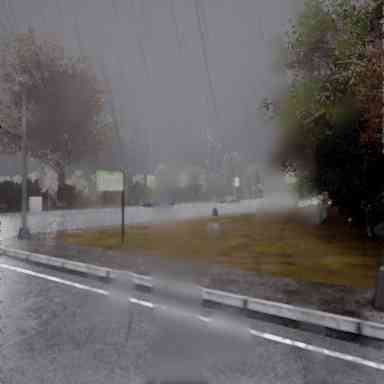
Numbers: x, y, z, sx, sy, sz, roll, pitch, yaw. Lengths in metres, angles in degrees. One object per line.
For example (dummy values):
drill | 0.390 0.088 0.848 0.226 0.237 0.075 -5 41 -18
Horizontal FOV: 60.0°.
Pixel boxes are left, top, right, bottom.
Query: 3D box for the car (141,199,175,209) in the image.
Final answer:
car | -4.452 1.549 43.813 1.895 1.301 4.718 0 0 38

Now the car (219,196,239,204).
car | 6.490 1.458 58.294 1.994 1.385 4.181 0 0 35
